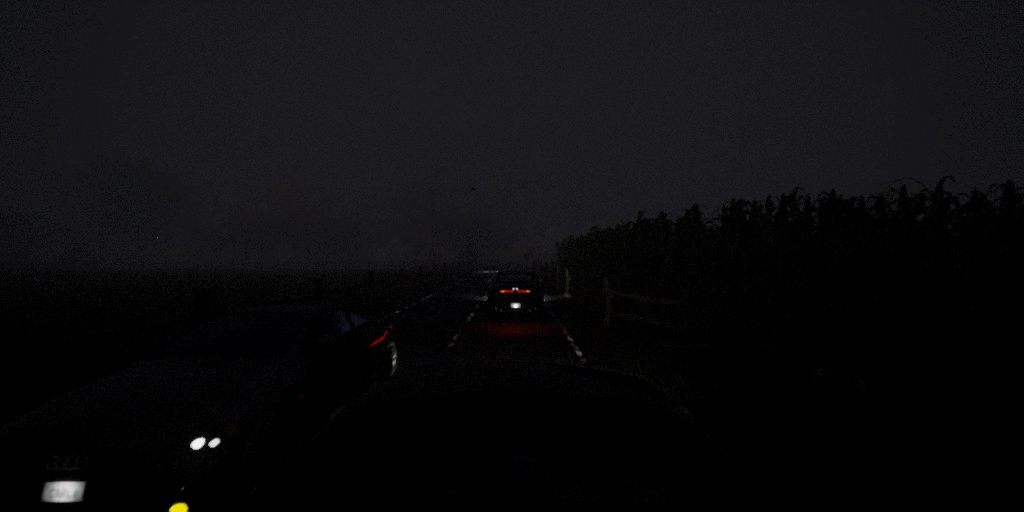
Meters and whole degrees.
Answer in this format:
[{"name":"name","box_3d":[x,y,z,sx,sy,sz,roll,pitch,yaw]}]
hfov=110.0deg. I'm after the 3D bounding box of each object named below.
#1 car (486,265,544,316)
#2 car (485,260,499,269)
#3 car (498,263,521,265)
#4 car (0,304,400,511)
[{"name":"car","box_3d":[0.118,1.257,13.326,1.837,1.490,4.892,0,0,0]},{"name":"car","box_3d":[-2.673,1.272,50.357,2.033,1.411,5.357,0,0,0]},{"name":"car","box_3d":[0.147,1.289,31.045,2.033,1.411,5.357,0,0,0]},{"name":"car","box_3d":[-2.848,1.314,4.272,1.994,1.385,4.181,0,0,0]}]
